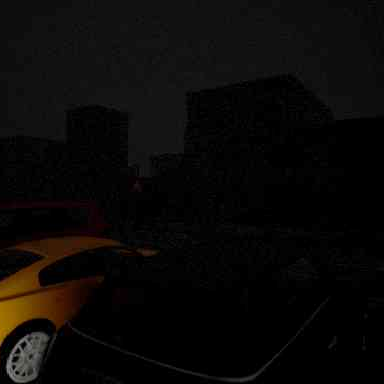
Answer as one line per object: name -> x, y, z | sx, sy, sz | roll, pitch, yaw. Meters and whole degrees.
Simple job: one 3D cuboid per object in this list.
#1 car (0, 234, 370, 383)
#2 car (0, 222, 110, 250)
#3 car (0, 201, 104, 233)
car -> 0.669, 1.350, 3.834 | 2.185, 1.767, 4.553 | 0, 0, 34
car -> -1.839, 1.490, 5.543 | 2.097, 1.535, 5.008 | 0, 0, 34
car -> -4.279, 1.253, 7.146 | 2.435, 2.045, 5.566 | -1, 0, 34
